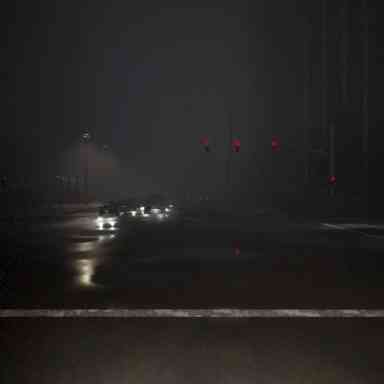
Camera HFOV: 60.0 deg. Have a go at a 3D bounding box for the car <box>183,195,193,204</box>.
[{"bbox_3d":[-0.764,1.599,65.185,1.895,1.301,4.718,0,0,0],"label":"car"}]

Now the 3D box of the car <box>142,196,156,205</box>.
[{"bbox_3d":[-7.887,1.476,61.575,1.882,1.535,5.008,0,0,0],"label":"car"}]

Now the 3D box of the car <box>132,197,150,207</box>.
[{"bbox_3d":[-7.822,1.490,51.623,2.128,1.511,4.902,0,0,-1],"label":"car"}]

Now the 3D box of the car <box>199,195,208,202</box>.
[{"bbox_3d":[2.535,1.523,75.088,1.812,1.442,4.674,0,0,-1],"label":"car"}]

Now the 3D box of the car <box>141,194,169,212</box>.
[{"bbox_3d":[-4.191,1.221,38.406,2.150,2.045,5.566,0,0,-1],"label":"car"}]

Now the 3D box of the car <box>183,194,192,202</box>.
[{"bbox_3d":[-0.966,1.353,75.332,2.097,1.767,4.553,0,0,-1],"label":"car"}]

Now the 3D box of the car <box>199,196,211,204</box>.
[{"bbox_3d":[2.740,1.490,64.704,2.128,1.511,4.902,0,0,-1],"label":"car"}]

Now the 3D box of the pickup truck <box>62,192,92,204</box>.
[{"bbox_3d":[-20.934,1.057,59.919,2.390,2.098,6.274,0,0,30],"label":"pickup truck"}]

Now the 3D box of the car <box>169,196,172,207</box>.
[{"bbox_3d":[-4.287,1.600,48.354,1.895,1.301,4.718,0,0,-1],"label":"car"}]

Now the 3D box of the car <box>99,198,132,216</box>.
[{"bbox_3d":[-7.708,1.491,32.772,2.128,1.511,4.902,0,0,2],"label":"car"}]

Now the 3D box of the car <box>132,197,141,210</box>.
[{"bbox_3d":[-7.730,1.477,42.075,1.882,1.535,5.008,0,0,-1],"label":"car"}]
